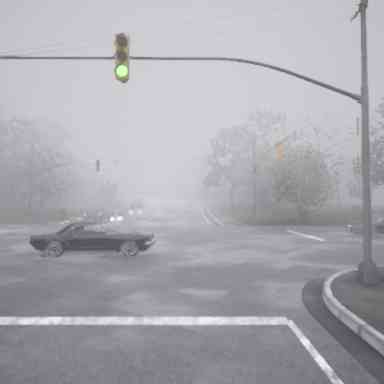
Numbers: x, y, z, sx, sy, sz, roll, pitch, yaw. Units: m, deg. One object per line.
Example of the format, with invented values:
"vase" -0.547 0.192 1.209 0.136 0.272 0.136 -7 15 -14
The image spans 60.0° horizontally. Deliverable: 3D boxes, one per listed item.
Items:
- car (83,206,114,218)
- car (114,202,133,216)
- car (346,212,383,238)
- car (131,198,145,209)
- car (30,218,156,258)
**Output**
"car" -10.596 2.383 37.198 2.097 1.767 4.553 0 -1 0
"car" -10.593 2.669 48.911 2.128 1.511 4.902 0 0 0
"car" 12.119 2.010 20.627 4.902 1.511 2.128 0 -2 -1
"car" -10.504 2.253 64.654 2.150 2.045 5.566 0 1 0
"car" -3.863 1.888 13.570 4.718 1.301 1.895 0 -2 3
